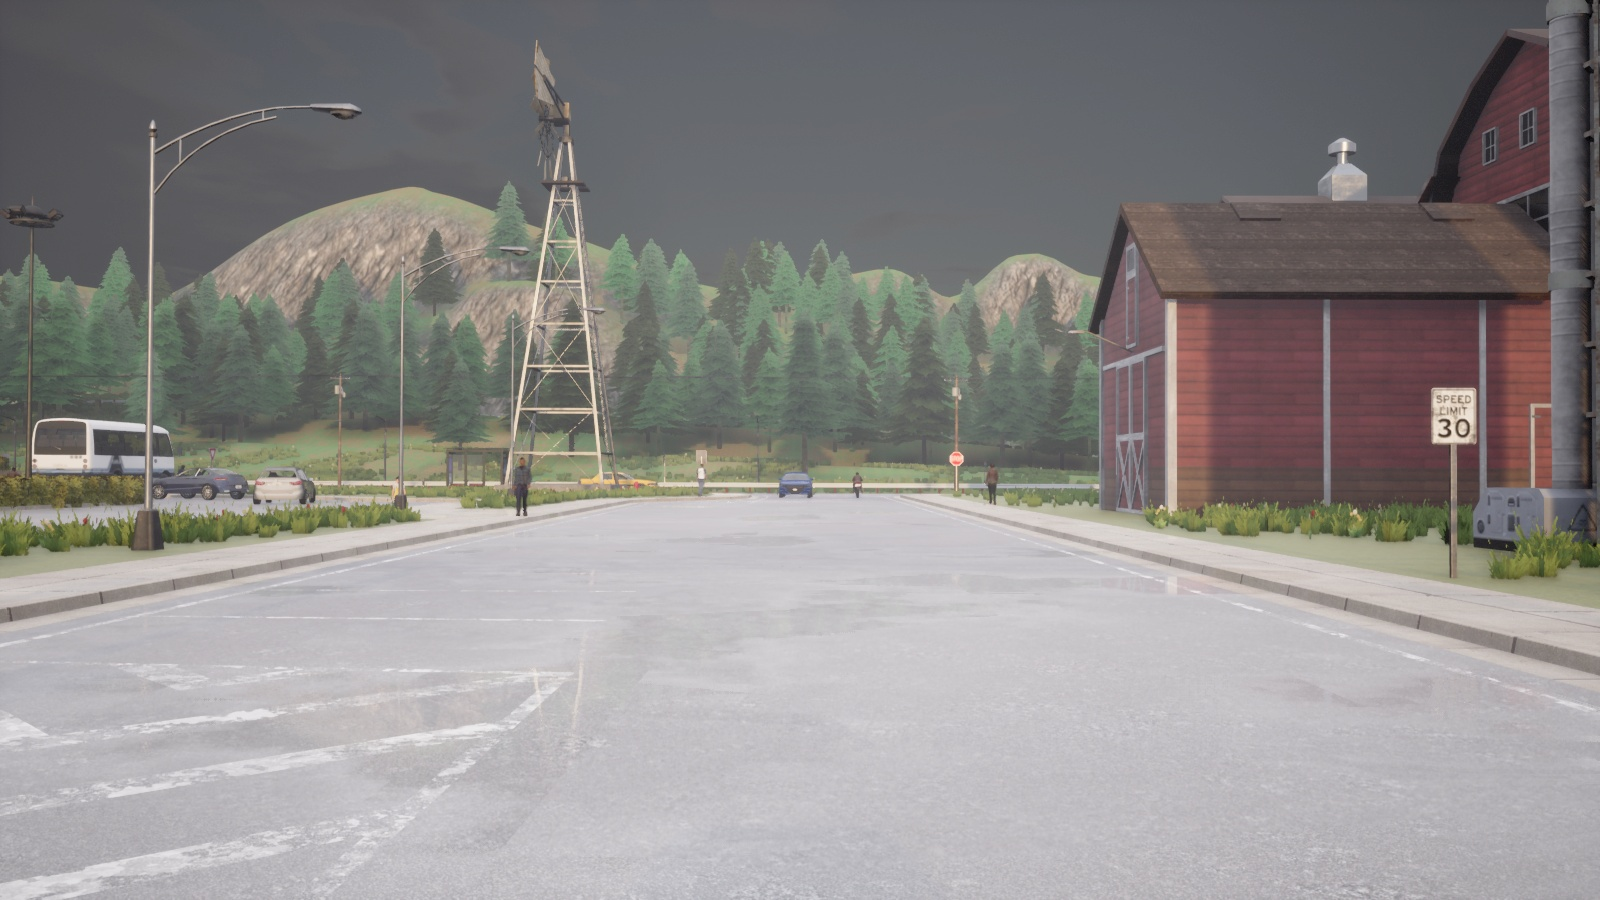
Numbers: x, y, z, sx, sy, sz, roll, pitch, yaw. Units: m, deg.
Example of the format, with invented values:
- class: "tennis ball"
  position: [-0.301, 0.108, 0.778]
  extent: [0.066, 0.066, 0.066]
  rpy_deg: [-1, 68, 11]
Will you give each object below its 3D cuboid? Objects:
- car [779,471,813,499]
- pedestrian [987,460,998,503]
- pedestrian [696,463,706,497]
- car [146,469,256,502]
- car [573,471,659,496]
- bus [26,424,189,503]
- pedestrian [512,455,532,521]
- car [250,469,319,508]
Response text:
- class: "car"
  position: [-0.217, 2.028, 73.658]
  extent: [1.882, 1.535, 5.008]
  rpy_deg: [0, -1, 1]
- class: "pedestrian"
  position: [8.210, 1.336, 53.632]
  extent: [0.328, 1.805, 0.869]
  rpy_deg: [0, -1, -1]
- class: "pedestrian"
  position: [-5.385, 1.636, 68.277]
  extent: [0.354, 1.836, 0.706]
  rpy_deg: [0, -1, 13]
- class: "car"
  position: [-30.369, 1.782, 63.640]
  extent: [5.027, 1.651, 2.152]
  rpy_deg: [-1, -1, 21]
- class: "car"
  position: [-12.111, 2.190, 82.821]
  extent: [5.366, 1.575, 1.801]
  rpy_deg: [0, -1, 1]
- class: "bus"
  position: [-39.685, 0.813, 72.543]
  extent: [3.944, 4.253, 10.273]
  rpy_deg: [0, -1, -1]
- class: "pedestrian"
  position: [-8.340, 1.135, 37.671]
  extent: [0.423, 1.949, 0.788]
  rpy_deg: [0, -1, 0]
- class: "car"
  position: [-23.199, 1.702, 56.668]
  extent: [2.242, 1.667, 4.611]
  rpy_deg: [0, -1, -14]
